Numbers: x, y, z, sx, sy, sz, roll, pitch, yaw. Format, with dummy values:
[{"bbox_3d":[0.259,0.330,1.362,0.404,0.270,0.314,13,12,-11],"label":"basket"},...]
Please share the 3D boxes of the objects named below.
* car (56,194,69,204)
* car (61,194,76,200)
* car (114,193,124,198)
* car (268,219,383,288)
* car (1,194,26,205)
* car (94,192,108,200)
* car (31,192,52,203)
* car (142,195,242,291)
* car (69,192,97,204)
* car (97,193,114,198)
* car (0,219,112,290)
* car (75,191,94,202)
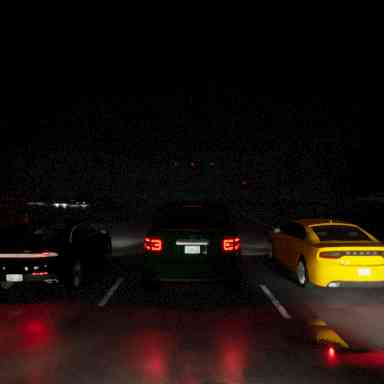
[{"bbox_3d":[-21.988,1.324,57.685,1.994,1.385,4.181,0,0,-1],"label":"car"},{"bbox_3d":[-29.292,1.237,78.976,1.895,1.301,4.718,0,0,-1],"label":"car"},{"bbox_3d":[-19.016,1.146,85.633,2.033,1.411,5.357,0,0,-4],"label":"car"},{"bbox_3d":[3.475,1.468,9.211,1.882,1.535,5.008,0,0,0],"label":"car"},{"bbox_3d":[-28.931,1.131,54.040,2.097,1.767,4.553,0,0,-1],"label":"car"},{"bbox_3d":[-22.361,0.982,81.792,2.097,1.767,4.553,0,0,-1],"label":"car"},{"bbox_3d":[-29.038,0.948,64.369,2.150,2.045,5.566,0,0,-1],"label":"car"},{"bbox_3d":[-0.014,1.212,9.157,2.150,2.045,5.566,0,0,0],"label":"car"},{"bbox_3d":[-18.485,0.987,56.872,2.150,2.045,5.566,0,0,-1],"label":"car"},{"bbox_3d":[-18.635,1.232,70.036,2.033,1.411,5.357,0,0,-1],"label":"car"},{"bbox_3d":[-3.522,1.482,9.012,2.128,1.511,4.902,0,0,0],"label":"car"},{"bbox_3d":[-22.107,0.926,68.394,2.150,2.045,5.566,0,0,-1],"label":"car"}]
